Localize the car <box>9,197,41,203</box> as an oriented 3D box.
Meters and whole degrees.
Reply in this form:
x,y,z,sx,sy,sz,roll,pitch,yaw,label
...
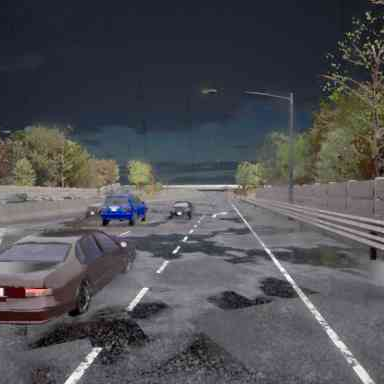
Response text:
x,y,z,sx,sy,sz,roll,pitch,yaw,label
-20.791,1.606,42.761,1.895,1.301,4.718,0,0,5,car

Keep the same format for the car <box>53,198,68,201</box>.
x,y,z,sx,sy,sz,roll,pitch,yaw,label
-17.222,1.532,43.343,1.812,1.442,4.674,0,0,5,car

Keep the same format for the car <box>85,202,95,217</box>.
x,y,z,sx,sy,sz,roll,pitch,yaw,label
-7.796,1.526,29.046,1.812,1.442,4.674,0,0,5,car

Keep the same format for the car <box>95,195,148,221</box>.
x,y,z,sx,sy,sz,roll,pitch,yaw,label
-4.747,1.223,24.001,2.150,2.045,5.566,0,0,5,car

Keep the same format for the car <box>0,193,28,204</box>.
x,y,z,sx,sy,sz,roll,pitch,yaw,label
-24.200,1.358,43.908,2.097,1.767,4.553,0,0,6,car

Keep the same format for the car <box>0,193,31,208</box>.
x,y,z,sx,sy,sz,roll,pitch,yaw,label
-27.099,1.223,50.432,2.150,2.045,5.566,0,1,6,car

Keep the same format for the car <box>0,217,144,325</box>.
x,y,z,sx,sy,sz,roll,pitch,yaw,label
-2.749,1.546,7.486,2.033,1.411,5.357,0,0,4,car

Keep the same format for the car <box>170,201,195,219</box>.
x,y,z,sx,sy,sz,roll,pitch,yaw,label
-0.784,1.526,28.865,1.812,1.442,4.674,0,0,5,car
